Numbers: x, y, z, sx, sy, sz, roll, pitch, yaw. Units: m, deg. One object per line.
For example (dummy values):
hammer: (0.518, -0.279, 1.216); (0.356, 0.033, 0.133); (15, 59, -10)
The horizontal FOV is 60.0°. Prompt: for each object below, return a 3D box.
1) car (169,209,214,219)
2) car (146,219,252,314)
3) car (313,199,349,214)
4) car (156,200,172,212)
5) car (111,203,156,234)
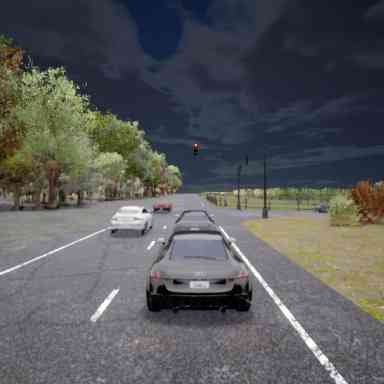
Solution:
car: (0.132, 1.566, 16.119); (1.994, 1.385, 4.181); (0, 0, 0)
car: (0.118, 1.565, 7.719); (1.994, 1.385, 4.181); (0, 0, 0)
car: (16.426, 1.585, 38.365); (4.553, 1.767, 2.097); (1, -1, 2)
car: (-3.321, 1.603, 38.558); (1.895, 1.301, 4.718); (0, 0, 0)
car: (-3.361, 1.528, 19.035); (1.812, 1.442, 4.674); (0, 0, 0)
